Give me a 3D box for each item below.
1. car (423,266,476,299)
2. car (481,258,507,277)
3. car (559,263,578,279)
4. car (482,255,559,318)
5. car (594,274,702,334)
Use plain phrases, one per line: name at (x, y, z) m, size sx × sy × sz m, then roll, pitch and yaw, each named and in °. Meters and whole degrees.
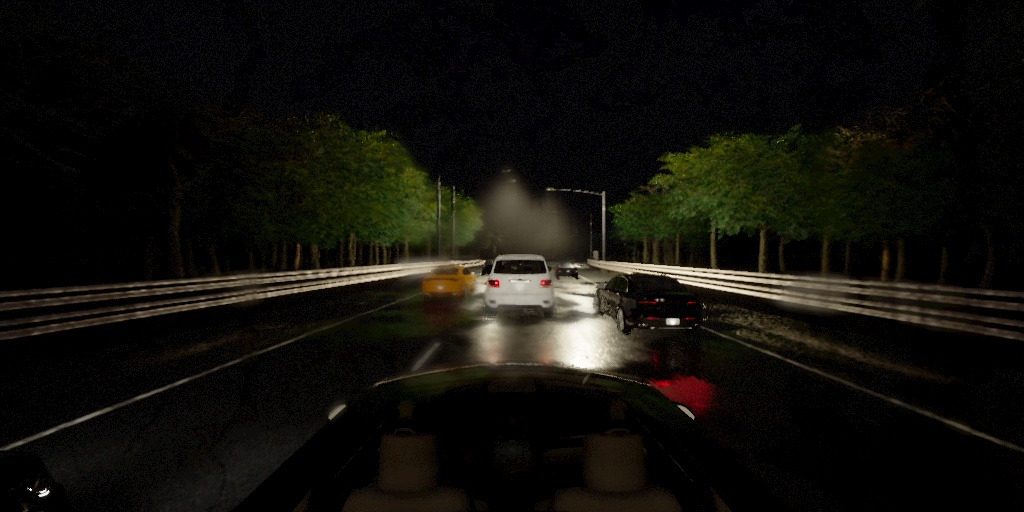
car at (-3.002, 1.227, 18.023) m, size 1.882 × 1.535 × 5.008 m, roll 0°, pitch 0°, yaw 2°
car at (-1.745, 1.103, 37.010) m, size 2.097 × 1.767 × 4.553 m, roll 0°, pitch 0°, yaw 5°
car at (4.851, 1.306, 32.145) m, size 2.033 × 1.411 × 5.357 m, roll 0°, pitch 0°, yaw 5°
car at (0.315, 0.974, 13.241) m, size 2.150 × 2.045 × 5.566 m, roll 0°, pitch 0°, yaw 2°
car at (3.753, 1.261, 10.676) m, size 1.837 × 1.490 × 4.892 m, roll 0°, pitch 0°, yaw 1°
